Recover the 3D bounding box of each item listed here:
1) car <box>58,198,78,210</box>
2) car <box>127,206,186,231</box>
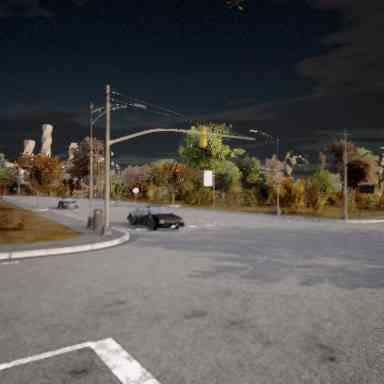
[{"bbox_3d":[-16.123,1.488,43.101,1.812,1.442,4.674,0,0,-32],"label":"car"},{"bbox_3d":[-2.481,1.603,21.485,2.033,1.411,5.357,0,0,-32],"label":"car"}]
